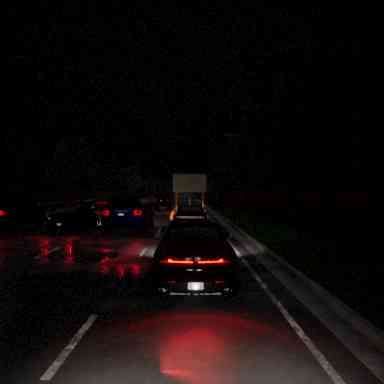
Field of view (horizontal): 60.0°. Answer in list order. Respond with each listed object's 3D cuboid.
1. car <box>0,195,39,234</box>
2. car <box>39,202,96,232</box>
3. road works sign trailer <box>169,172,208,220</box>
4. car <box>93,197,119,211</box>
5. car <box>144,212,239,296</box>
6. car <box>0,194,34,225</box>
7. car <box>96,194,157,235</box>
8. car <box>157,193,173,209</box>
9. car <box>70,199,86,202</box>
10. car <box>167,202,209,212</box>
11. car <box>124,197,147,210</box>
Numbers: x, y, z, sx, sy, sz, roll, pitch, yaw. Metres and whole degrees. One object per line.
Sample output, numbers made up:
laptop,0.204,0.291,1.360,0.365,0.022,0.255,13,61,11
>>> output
car,-10.524,1.215,19.215,2.150,2.045,5.566,0,0,0
car,-7.030,1.519,19.839,1.812,1.442,4.674,0,0,0
road works sign trailer,-0.169,0.457,22.864,2.380,3.560,2.880,0,0,-3
car,-10.706,1.475,41.737,2.128,1.511,4.902,0,0,0
car,0.054,1.502,8.608,1.837,1.490,4.892,0,0,0
car,-14.068,1.213,24.566,2.150,2.045,5.566,0,0,0
car,-3.522,1.213,19.069,2.150,2.045,5.566,0,0,0
car,-3.715,1.200,42.877,2.150,2.045,5.566,0,-1,0
car,-14.208,1.586,41.932,1.895,1.301,4.718,0,0,0
car,-0.044,1.481,18.994,2.128,1.511,4.902,1,0,1
car,-7.214,1.475,42.720,2.128,1.511,4.902,0,0,0
